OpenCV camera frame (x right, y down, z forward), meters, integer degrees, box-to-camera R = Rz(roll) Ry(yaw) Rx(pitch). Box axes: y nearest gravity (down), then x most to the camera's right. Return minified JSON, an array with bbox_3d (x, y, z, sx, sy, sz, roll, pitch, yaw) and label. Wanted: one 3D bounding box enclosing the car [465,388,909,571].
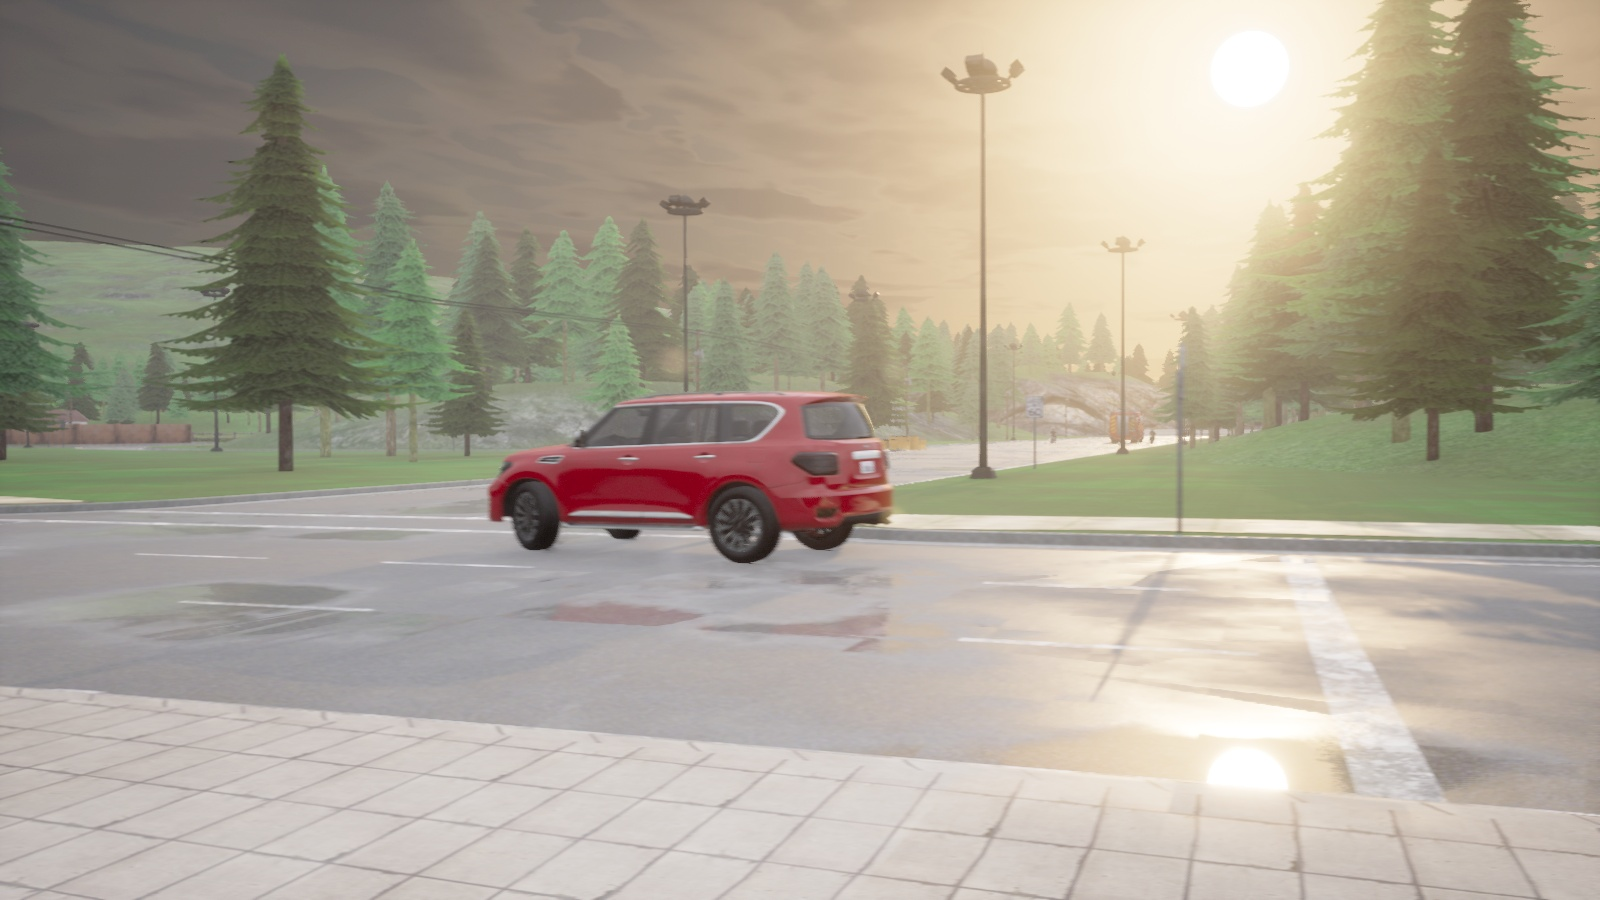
[{"bbox_3d":[-1.562,0.276,16.396,5.566,2.045,2.150,1,2,31],"label":"car"}]
